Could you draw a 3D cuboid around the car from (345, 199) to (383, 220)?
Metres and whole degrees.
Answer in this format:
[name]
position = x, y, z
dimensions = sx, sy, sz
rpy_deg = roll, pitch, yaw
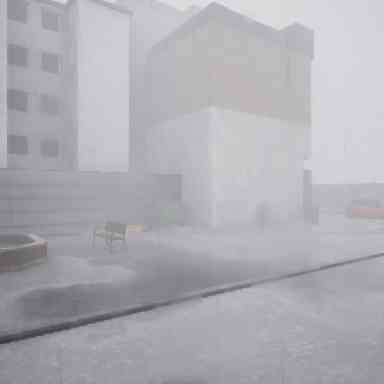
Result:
[car]
position = 14.575, 1.352, 26.089
dimensions = 2.097, 1.767, 4.553
rpy_deg = 0, 0, -35
